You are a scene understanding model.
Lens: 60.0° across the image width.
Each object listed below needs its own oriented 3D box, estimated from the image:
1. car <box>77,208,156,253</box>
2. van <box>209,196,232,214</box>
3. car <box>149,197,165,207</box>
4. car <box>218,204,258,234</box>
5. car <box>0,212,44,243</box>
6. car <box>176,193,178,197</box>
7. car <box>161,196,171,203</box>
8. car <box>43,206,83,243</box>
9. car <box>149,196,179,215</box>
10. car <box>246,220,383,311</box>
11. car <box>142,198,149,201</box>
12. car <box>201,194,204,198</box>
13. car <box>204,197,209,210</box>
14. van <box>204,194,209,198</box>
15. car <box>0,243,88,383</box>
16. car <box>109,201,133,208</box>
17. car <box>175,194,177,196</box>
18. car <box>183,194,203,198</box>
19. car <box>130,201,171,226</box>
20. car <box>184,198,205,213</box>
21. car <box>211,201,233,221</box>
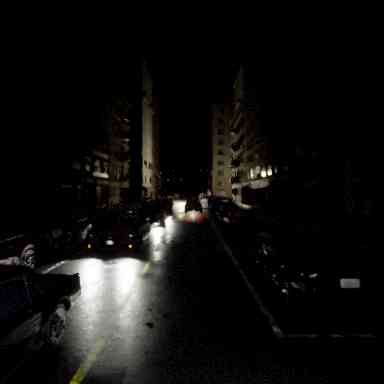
[{"bbox_3d":[-2.831,1.558,13.483,1.994,1.385,4.181,0,0,0],"label":"car"},{"bbox_3d":[2.671,1.335,29.679,1.690,1.788,3.998,0,0,0],"label":"van"},{"bbox_3d":[-5.328,1.557,51.731,2.008,1.369,4.403,0,0,0],"label":"car"},{"bbox_3d":[2.658,1.575,18.658,1.802,1.307,4.206,0,0,0],"label":"car"},{"bbox_3d":[-5.380,1.435,7.645,1.967,1.590,4.097,0,0,0],"label":"car"},{"bbox_3d":[-5.288,1.598,84.797,1.947,1.339,4.313,0,0,0],"label":"car"},{"bbox_3d":[-5.308,1.602,68.264,1.802,1.307,4.206,0,0,0],"label":"car"},{"bbox_3d":[-5.373,1.433,13.156,1.967,1.590,4.097,0,0,0],"label":"car"},{"bbox_3d":[-2.764,1.486,33.548,2.128,1.511,4.902,0,0,1],"label":"car"},{"bbox_3d":[2.645,1.563,7.635,1.947,1.339,4.313,0,0,0],"label":"car"},{"bbox_3d":[-5.354,1.543,29.688,2.008,1.369,4.403,0,0,0],"label":"car"},{"bbox_3d":[2.299,1.542,61.604,1.812,1.442,4.674,0,0,0],"label":"car"},{"bbox_3d":[2.677,1.547,35.190,2.008,1.369,4.403,0,0,0],"label":"car"},{"bbox_3d":[2.684,1.341,40.700,1.690,1.788,3.998,0,0,0],"label":"van"},{"bbox_3d":[-2.866,1.599,3.528,1.895,1.301,4.718,0,0,1],"label":"car"},{"bbox_3d":[-5.360,1.573,24.177,1.802,1.307,4.206,0,0,0],"label":"car"},{"bbox_3d":[-5.295,1.573,79.287,1.887,1.381,4.507,0,0,0],"label":"car"},{"bbox_3d":[0.094,1.498,49.039,2.128,1.511,4.902,0,0,1],"label":"car"},{"bbox_3d":[-2.819,1.556,23.468,1.994,1.385,4.181,0,0,0],"label":"car"},{"bbox_3d":[0.146,1.597,36.106,1.895,1.301,4.718,0,0,0],"label":"car"},{"bbox_3d":[2.664,1.559,24.168,1.947,1.339,4.313,0,0,0],"label":"car"}]
